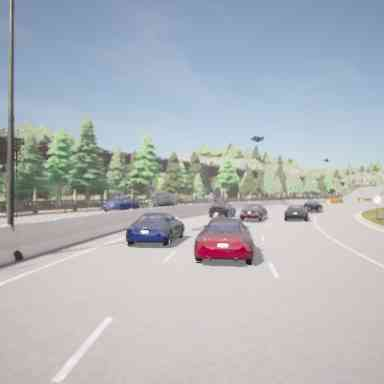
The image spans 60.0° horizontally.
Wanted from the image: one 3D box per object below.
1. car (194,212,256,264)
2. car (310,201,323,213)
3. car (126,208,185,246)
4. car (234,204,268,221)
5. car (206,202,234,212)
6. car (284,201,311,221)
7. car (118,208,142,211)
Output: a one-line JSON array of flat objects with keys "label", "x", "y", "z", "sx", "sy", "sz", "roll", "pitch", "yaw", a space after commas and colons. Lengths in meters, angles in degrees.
[{"label": "car", "x": 1.260, "y": 1.668, "z": 12.446, "sx": 1.994, "sy": 1.385, "sz": 4.181, "roll": 0, "pitch": 0, "yaw": 8}, {"label": "car", "x": 15.660, "y": 1.857, "z": 43.097, "sx": 1.882, "sy": 1.535, "sz": 5.008, "roll": 0, "pitch": 0, "yaw": 30}, {"label": "car", "x": -1.649, "y": 1.692, "z": 16.136, "sx": 1.994, "sy": 1.385, "sz": 4.181, "roll": 0, "pitch": 0, "yaw": 10}, {"label": "car", "x": 5.632, "y": 1.801, "z": 29.971, "sx": 2.033, "sy": 1.411, "sz": 5.357, "roll": 0, "pitch": 0, "yaw": 20}, {"label": "car", "x": 3.093, "y": 1.778, "z": 32.988, "sx": 1.837, "sy": 1.490, "sz": 4.892, "roll": 0, "pitch": -1, "yaw": 21}, {"label": "car", "x": 9.618, "y": 1.830, "z": 30.508, "sx": 1.994, "sy": 1.385, "sz": 4.181, "roll": 0, "pitch": -1, "yaw": 21}, {"label": "car", "x": -8.786, "y": 1.541, "z": 41.462, "sx": 2.150, "sy": 2.045, "sz": 5.566, "roll": 0, "pitch": -1, "yaw": 23}]
